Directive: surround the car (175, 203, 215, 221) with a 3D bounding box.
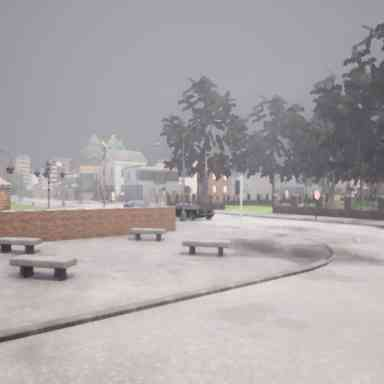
[{"bbox_3d":[-0.210,1.594,27.440,1.895,1.301,4.718,0,0,-35],"label":"car"}]

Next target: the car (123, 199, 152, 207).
[{"bbox_3d":[-5.731,1.519,35.253,1.812,1.442,4.674,0,0,-35],"label":"car"}]
